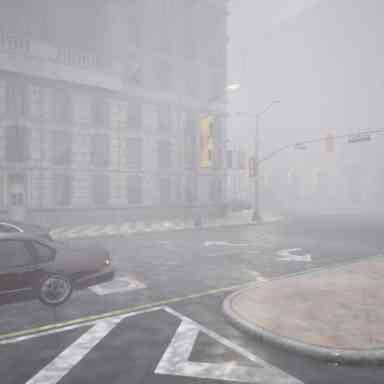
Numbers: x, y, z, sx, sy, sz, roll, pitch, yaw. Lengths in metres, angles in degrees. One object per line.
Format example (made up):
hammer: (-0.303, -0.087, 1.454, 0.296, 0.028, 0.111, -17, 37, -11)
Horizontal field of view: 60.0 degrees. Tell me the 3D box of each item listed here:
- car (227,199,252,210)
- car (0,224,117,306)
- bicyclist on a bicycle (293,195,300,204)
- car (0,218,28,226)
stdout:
car: (5.777, 1.564, 43.171, 1.994, 1.385, 4.181, 0, 0, -35)
car: (-4.260, 1.547, 6.498, 5.357, 1.411, 2.033, 0, 0, -34)
bicyclist on a bicycle: (17.958, 1.300, 57.135, 1.656, 1.620, 0.582, 0, 0, -35)
car: (-6.449, 1.492, 9.282, 4.902, 1.511, 2.128, 0, 0, -37)
